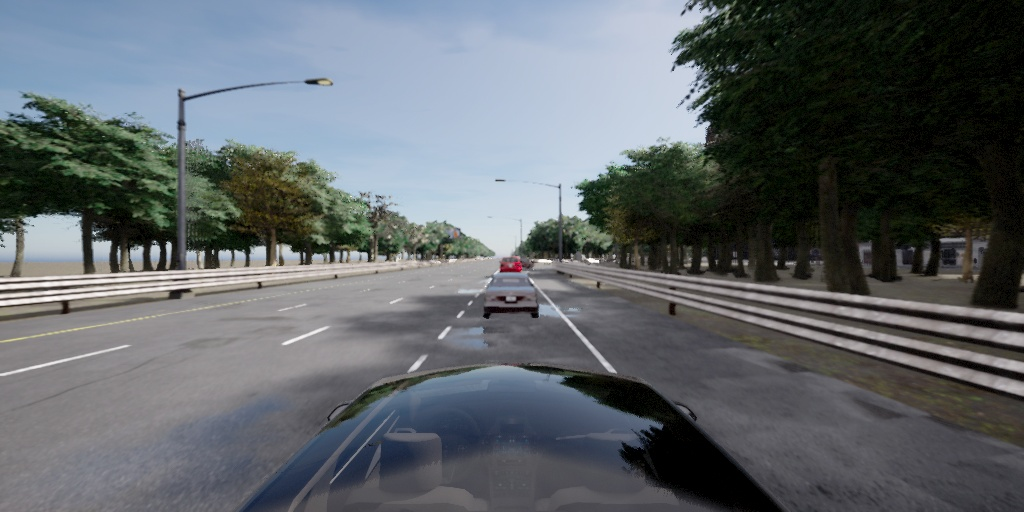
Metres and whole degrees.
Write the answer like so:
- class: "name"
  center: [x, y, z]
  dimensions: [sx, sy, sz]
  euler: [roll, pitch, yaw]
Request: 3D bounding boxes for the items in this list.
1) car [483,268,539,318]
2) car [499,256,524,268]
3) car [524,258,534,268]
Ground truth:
- class: "car"
  center: [-0.041, 1.325, 13.188]
  dimensions: [2.033, 1.411, 5.357]
  euler: [0, 0, 0]
- class: "car"
  center: [-0.133, 1.060, 37.113]
  dimensions: [2.150, 2.045, 5.566]
  euler: [0, 0, 0]
- class: "car"
  center: [2.343, 1.229, 58.873]
  dimensions: [2.097, 1.767, 4.553]
  euler: [0, 0, 14]
